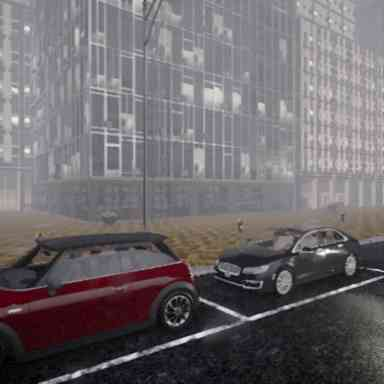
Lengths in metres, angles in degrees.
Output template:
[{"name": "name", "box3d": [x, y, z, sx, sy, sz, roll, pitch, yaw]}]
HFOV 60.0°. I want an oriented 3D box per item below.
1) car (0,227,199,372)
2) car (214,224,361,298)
[{"name": "car", "box3d": [-1.962, 1.434, 5.160, 4.097, 1.590, 1.967, 0, 0, -35]}, {"name": "car", "box3d": [2.542, 1.517, 8.372, 4.403, 1.369, 2.008, 0, 0, -35]}]
